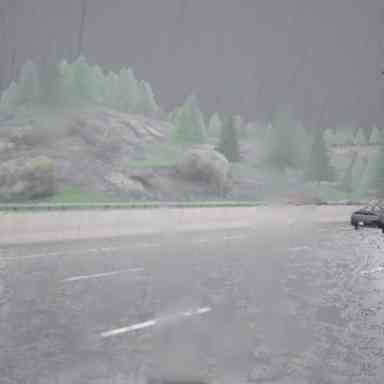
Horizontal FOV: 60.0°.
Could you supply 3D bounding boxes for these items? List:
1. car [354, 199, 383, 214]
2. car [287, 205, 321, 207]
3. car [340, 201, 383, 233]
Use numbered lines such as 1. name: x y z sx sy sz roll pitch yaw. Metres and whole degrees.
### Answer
1. car: 19.768 1.527 35.640 4.674 1.442 1.812 1 0 -25
2. car: 14.509 1.407 40.867 4.892 1.490 1.837 1 0 -26
3. car: 11.218 1.498 19.123 4.902 1.511 2.128 0 0 -30
